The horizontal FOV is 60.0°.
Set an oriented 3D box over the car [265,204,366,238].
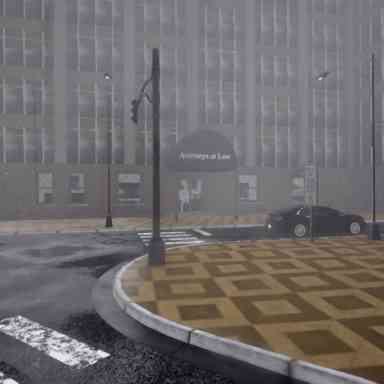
[{"bbox_3d":[5.948,1.321,15.996,4.892,1.490,1.837,0,0,-14],"label":"car"}]
